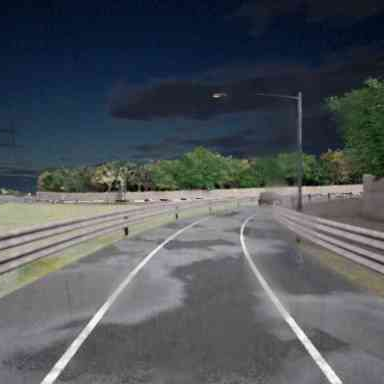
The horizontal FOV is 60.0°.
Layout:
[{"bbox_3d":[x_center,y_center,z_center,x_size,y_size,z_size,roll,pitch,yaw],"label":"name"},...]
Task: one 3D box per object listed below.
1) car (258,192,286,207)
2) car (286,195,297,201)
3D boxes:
[{"bbox_3d":[11.067,0.982,47.020,2.150,2.045,5.566,0,1,31],"label":"car"},{"bbox_3d":[16.876,1.194,55.854,1.895,1.301,4.718,-1,1,38],"label":"car"}]
